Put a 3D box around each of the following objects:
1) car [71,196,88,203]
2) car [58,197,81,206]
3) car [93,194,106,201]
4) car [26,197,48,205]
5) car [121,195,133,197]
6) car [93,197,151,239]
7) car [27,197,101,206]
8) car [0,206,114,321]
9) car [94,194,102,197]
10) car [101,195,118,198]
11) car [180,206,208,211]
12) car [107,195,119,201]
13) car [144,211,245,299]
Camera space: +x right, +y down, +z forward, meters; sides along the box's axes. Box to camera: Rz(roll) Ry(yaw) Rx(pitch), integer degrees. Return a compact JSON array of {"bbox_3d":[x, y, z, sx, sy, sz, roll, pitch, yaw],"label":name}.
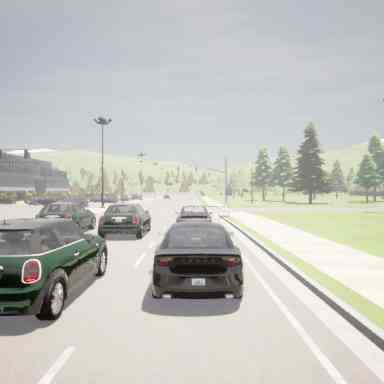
[{"bbox_3d":[-23.159,1.552,68.528,1.994,1.385,4.181,0,0,0],"label":"car"},{"bbox_3d":[-20.109,1.564,54.868,1.994,1.385,4.181,0,0,5],"label":"car"},{"bbox_3d":[-23.132,1.355,83.351,2.097,1.767,4.553,0,0,0],"label":"car"},{"bbox_3d":[-24.677,1.492,54.350,2.128,1.511,4.902,1,0,23],"label":"car"},{"bbox_3d":[-16.139,1.524,79.793,1.812,1.442,4.674,0,0,0],"label":"car"},{"bbox_3d":[-3.411,1.352,17.573,2.097,1.767,4.553,0,0,0],"label":"car"},{"bbox_3d":[-6.915,1.352,18.553,2.097,1.767,4.553,0,0,0],"label":"car"},{"bbox_3d":[-3.387,1.352,7.450,2.097,1.767,4.553,0,0,0],"label":"car"},{"bbox_3d":[-19.658,1.552,68.927,1.994,1.385,4.181,0,0,0],"label":"car"},{"bbox_3d":[-16.178,1.562,66.079,1.994,1.385,4.181,0,0,1],"label":"car"},{"bbox_3d":[0.100,1.491,17.917,2.128,1.511,4.902,0,0,0],"label":"car"},{"bbox_3d":[-19.633,1.500,82.818,1.837,1.490,4.892,0,0,0],"label":"car"},{"bbox_3d":[0.114,1.478,8.499,1.882,1.535,5.008,0,0,0],"label":"car"}]
